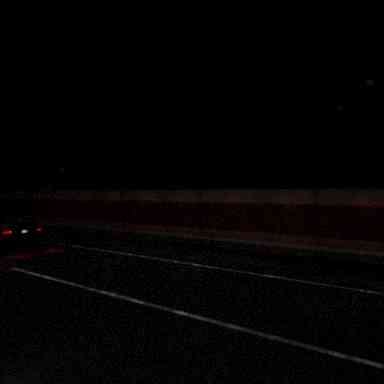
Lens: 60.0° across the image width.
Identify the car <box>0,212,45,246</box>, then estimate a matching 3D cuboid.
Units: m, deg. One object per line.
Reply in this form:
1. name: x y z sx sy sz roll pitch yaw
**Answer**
1. car: -8.462 1.560 14.138 5.357 1.411 2.033 0 0 35
